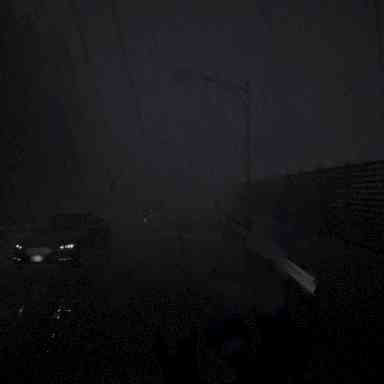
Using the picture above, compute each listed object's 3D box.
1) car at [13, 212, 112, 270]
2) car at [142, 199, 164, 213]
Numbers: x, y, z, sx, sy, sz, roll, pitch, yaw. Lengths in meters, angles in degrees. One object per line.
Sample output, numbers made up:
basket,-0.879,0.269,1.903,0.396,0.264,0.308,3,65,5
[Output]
car,-3.999,1.454,11.054,2.128,1.511,4.902,0,0,0
car,-3.997,1.425,35.340,2.033,1.411,5.357,0,0,0
